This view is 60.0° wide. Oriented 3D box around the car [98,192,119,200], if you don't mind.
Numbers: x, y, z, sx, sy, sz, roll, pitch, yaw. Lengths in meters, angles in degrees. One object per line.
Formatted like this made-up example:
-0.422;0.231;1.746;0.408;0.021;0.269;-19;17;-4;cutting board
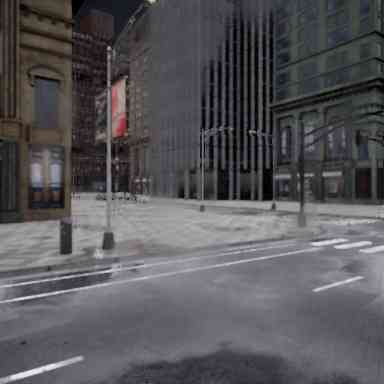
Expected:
-15.814;0.719;63.110;2.033;1.411;5.357;0;1;-35;car

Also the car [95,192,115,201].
-14.880;0.791;56.619;2.033;1.411;5.357;0;1;-35;car

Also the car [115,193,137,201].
-10.819;0.811;56.143;1.812;1.442;4.674;0;1;-35;car
